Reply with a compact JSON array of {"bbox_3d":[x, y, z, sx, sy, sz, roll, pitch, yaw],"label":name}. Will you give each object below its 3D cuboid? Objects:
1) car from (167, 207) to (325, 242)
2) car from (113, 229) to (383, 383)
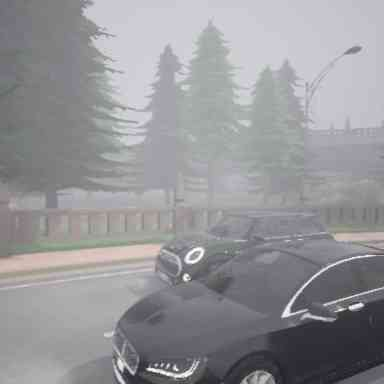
[{"bbox_3d":[1.418,1.284,8.295,4.553,1.767,2.097,0,1,-25],"label":"car"},{"bbox_3d":[1.439,1.471,4.450,4.892,1.490,1.837,0,0,-28],"label":"car"}]
